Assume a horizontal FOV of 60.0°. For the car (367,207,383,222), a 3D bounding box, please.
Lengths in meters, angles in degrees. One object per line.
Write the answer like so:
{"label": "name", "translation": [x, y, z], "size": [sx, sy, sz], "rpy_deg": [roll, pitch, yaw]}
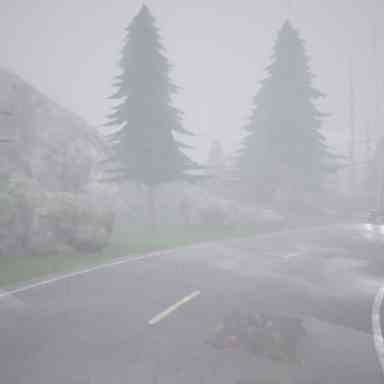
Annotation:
{"label": "car", "translation": [17.004, 2.008, 29.337], "size": [1.895, 1.301, 4.718], "rpy_deg": [1, 0, 43]}
